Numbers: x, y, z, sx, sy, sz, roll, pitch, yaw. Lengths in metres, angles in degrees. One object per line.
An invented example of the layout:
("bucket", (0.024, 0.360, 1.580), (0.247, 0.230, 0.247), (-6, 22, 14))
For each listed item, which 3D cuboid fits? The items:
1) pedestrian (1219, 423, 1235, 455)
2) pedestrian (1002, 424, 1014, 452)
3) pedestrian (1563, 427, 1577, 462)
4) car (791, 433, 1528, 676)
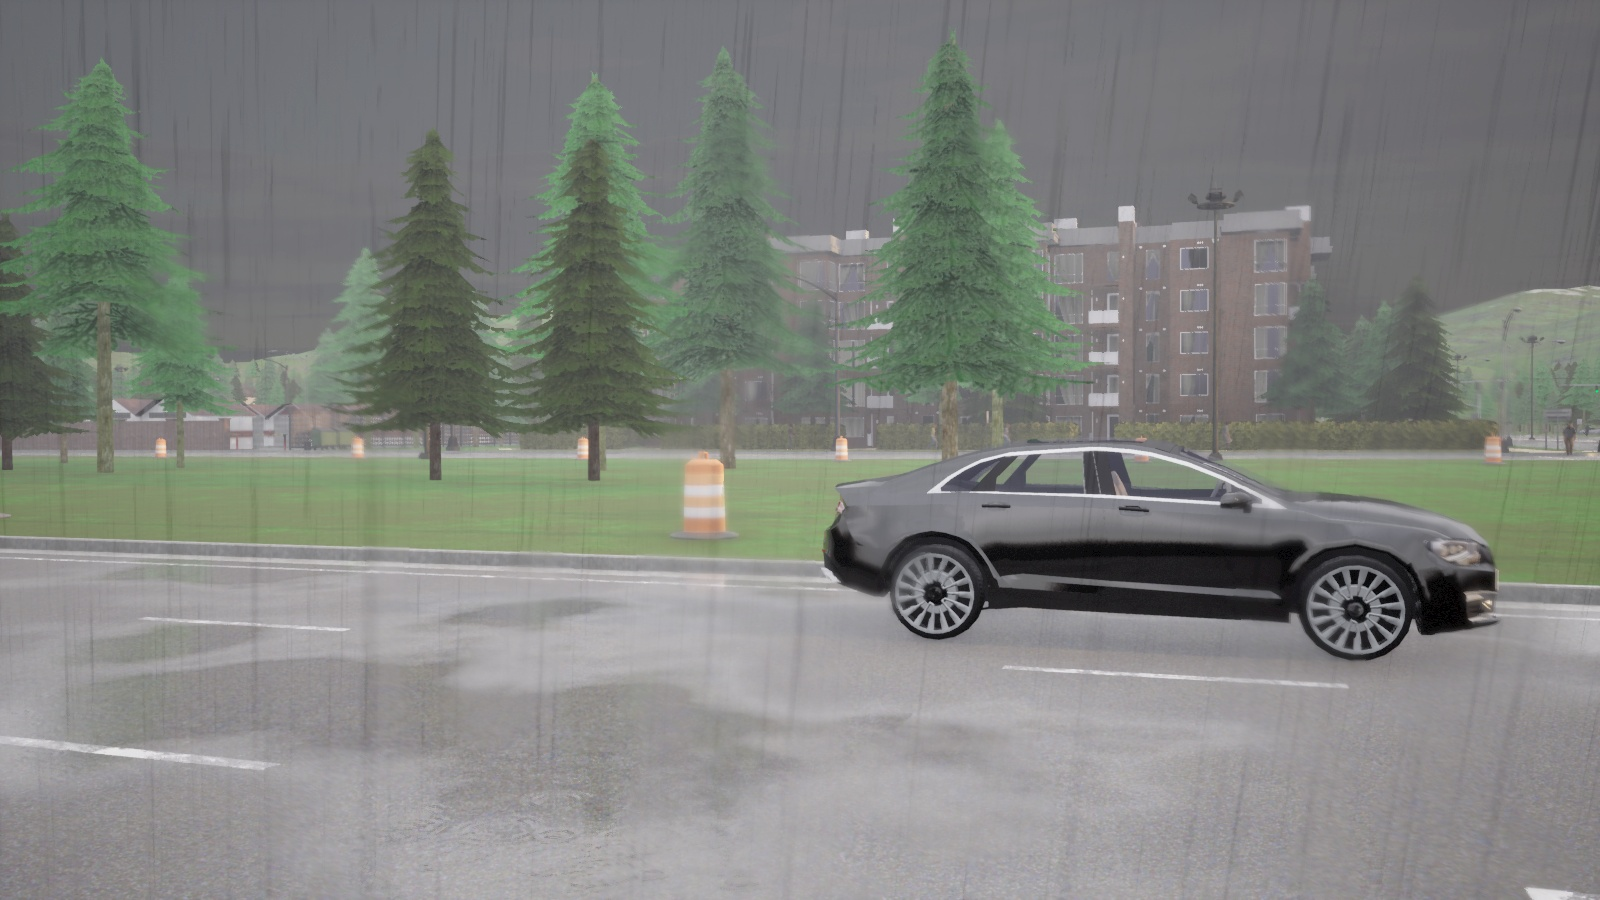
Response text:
("pedestrian", (26.568, -0.696, 78.149), (0.873, 1.952, 0.659), (1, 1, 19))
("pedestrian", (13.633, -0.813, 82.434), (0.706, 1.836, 0.354), (1, 1, 19))
("pedestrian", (40.854, -0.297, 66.631), (0.540, 1.848, 0.694), (1, 1, 22))
("car", (2.596, 0.637, 9.704), (4.902, 1.511, 2.128), (1, 1, 19))
